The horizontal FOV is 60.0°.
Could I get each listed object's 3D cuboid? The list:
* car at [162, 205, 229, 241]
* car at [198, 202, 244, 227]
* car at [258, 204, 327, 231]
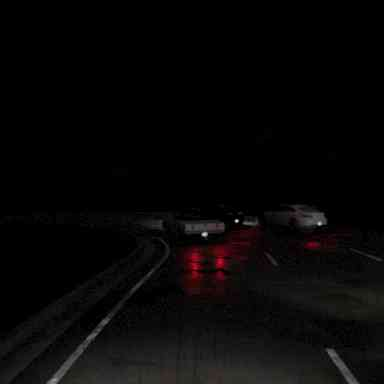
[{"bbox_3d":[-0.126,1.516,16.436,1.895,1.301,4.718,0,0,-17],"label":"car"},{"bbox_3d":[1.184,1.401,21.129,1.837,1.490,4.892,2,-1,-35],"label":"car"},{"bbox_3d":[5.885,1.442,19.899,1.812,1.442,4.674,1,0,-24],"label":"car"}]
